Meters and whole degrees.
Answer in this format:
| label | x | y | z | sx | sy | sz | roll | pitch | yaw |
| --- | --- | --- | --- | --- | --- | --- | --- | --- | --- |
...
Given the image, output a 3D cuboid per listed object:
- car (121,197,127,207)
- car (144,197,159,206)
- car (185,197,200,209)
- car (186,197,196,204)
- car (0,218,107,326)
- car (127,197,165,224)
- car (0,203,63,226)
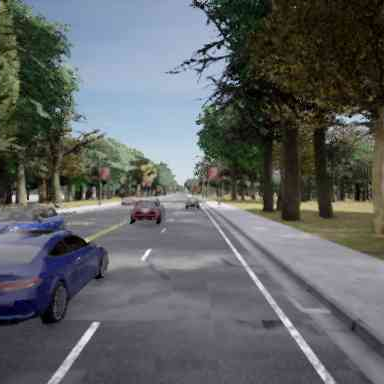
| label | x | y | z | sx | sy | sz | roll | pitch | yaw |
| --- | --- | --- | --- | --- | --- | --- | --- | --- | --- |
| car | -9.879 | 1.504 | 52.195 | 1.812 | 1.442 | 4.674 | 0 | 0 | 0 |
| car | -6.648 | 1.547 | 55.218 | 1.994 | 1.385 | 4.181 | 0 | 0 | 0 |
| car | 0.060 | 1.515 | 44.976 | 2.033 | 1.411 | 5.357 | 0 | 0 | 0 |
| car | -0.146 | 1.604 | 64.196 | 1.895 | 1.301 | 4.718 | 0 | 0 | 0 |
| car | -3.153 | 1.512 | 6.980 | 1.812 | 1.442 | 4.674 | 0 | 0 | 0 |
| car | -3.153 | 1.315 | 24.553 | 2.097 | 1.767 | 4.553 | 0 | 0 | 0 |
| car | -6.599 | 1.329 | 12.797 | 2.097 | 1.767 | 4.553 | 0 | 0 | 0 |
